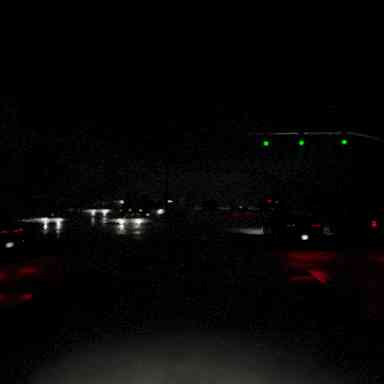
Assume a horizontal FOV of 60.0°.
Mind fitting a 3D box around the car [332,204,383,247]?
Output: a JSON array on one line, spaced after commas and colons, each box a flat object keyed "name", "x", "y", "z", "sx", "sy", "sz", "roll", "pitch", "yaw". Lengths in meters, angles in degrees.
[{"name": "car", "x": 7.936, "y": 1.293, "z": 14.868, "sx": 2.097, "sy": 1.767, "sz": 4.553, "roll": 0, "pitch": 0, "yaw": 3}]

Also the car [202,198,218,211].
[{"name": "car", "x": 2.184, "y": 1.436, "z": 40.562, "sx": 1.882, "sy": 1.535, "sz": 5.008, "roll": 0, "pitch": 1, "yaw": 3}]

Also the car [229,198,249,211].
[{"name": "car", "x": 5.641, "y": 1.463, "z": 39.890, "sx": 1.812, "sy": 1.442, "sz": 4.674, "roll": 0, "pitch": 1, "yaw": 3}]

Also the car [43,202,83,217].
[{"name": "car", "x": -12.417, "y": 1.651, "z": 32.528, "sx": 2.033, "sy": 1.411, "sz": 5.357, "roll": -1, "pitch": 0, "yaw": 3}]

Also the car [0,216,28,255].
[{"name": "car", "x": -8.172, "y": 1.558, "z": 12.224, "sx": 4.902, "sy": 1.511, "sz": 2.128, "roll": 0, "pitch": 0, "yaw": 29}]

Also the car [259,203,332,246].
[{"name": "car", "x": 4.449, "y": 1.474, "z": 15.167, "sx": 1.837, "sy": 1.490, "sz": 4.892, "roll": 0, "pitch": 0, "yaw": 3}]

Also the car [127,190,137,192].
[{"name": "car", "x": -10.947, "y": 0.517, "z": 60.160, "sx": 1.837, "sy": 1.490, "sz": 4.892, "roll": 0, "pitch": 6, "yaw": 4}]

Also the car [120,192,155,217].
[{"name": "car", "x": -5.403, "y": 1.266, "z": 32.585, "sx": 2.150, "sy": 2.045, "sz": 5.566, "roll": 0, "pitch": 0, "yaw": 3}]

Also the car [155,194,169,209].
[{"name": "car", "x": -4.772, "y": 1.387, "z": 45.095, "sx": 1.882, "sy": 1.535, "sz": 5.008, "roll": 0, "pitch": 2, "yaw": 3}]

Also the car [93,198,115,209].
[{"name": "car", "x": -11.795, "y": 1.508, "z": 44.845, "sx": 1.812, "sy": 1.442, "sz": 4.674, "roll": 0, "pitch": 2, "yaw": 3}]

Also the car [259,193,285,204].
[{"name": "car", "x": 9.056, "y": 1.147, "z": 37.807, "sx": 2.150, "sy": 2.045, "sz": 5.566, "roll": 0, "pitch": 0, "yaw": 3}]

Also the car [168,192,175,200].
[{"name": "car", "x": -4.061, "y": 0.663, "z": 58.260, "sx": 1.994, "sy": 1.385, "sz": 4.181, "roll": 0, "pitch": 5, "yaw": 3}]
